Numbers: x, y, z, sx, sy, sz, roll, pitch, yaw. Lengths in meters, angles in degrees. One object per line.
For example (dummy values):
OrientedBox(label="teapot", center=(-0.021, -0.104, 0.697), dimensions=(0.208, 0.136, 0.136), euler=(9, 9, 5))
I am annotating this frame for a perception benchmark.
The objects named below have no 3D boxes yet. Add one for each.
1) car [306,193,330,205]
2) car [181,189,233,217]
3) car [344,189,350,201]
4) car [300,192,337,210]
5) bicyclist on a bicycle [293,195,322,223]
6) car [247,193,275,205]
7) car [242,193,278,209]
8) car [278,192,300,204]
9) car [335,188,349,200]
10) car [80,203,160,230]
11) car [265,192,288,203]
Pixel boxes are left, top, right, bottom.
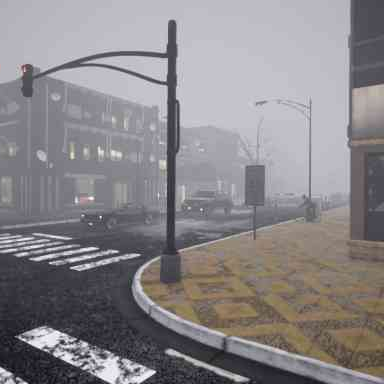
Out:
OrientedBox(label="car", center=(16.410, 0.848, 43.254), dimensions=(1.895, 1.301, 4.718), euler=(1, 1, 35))
OrientedBox(label="car", center=(1.370, 0.798, 27.139), dimensions=(2.150, 2.045, 5.566), euler=(1, 1, 35))
OrientedBox(label="car", center=(25.412, 0.619, 51.686), dimensions=(1.887, 1.381, 4.507), euler=(2, 2, 35))
OrientedBox(label="car", center=(12.650, 0.993, 33.068), dimensions=(2.008, 1.369, 4.403), euler=(2, 2, 35))
OrientedBox(label="bicyclist on a bicycle", center=(6.775, 1.003, 19.598), dimensions=(1.656, 1.620, 0.582), euler=(0, 1, 35))
OrientedBox(label="car", center=(8.863, 0.821, 42.620), dimensions=(1.887, 1.381, 4.507), euler=(2, 2, 35))
OrientedBox(label="car", center=(7.081, 1.014, 35.388), dimensions=(1.895, 1.301, 4.718), euler=(1, 1, 35))
OrientedBox(label="car", center=(12.978, 0.771, 43.835), dimensions=(1.812, 1.442, 4.674), euler=(1, 1, 34))
OrientedBox(label="car", center=(24.213, 0.572, 54.552), dimensions=(2.033, 1.411, 5.357), euler=(1, 1, 36))
OrientedBox(label="car", center=(-4.072, 1.334, 19.299), dimensions=(1.895, 1.301, 4.718), euler=(1, 1, 35))
OrientedBox(label="car", center=(12.102, 0.767, 47.242), dimensions=(1.802, 1.307, 4.206), euler=(2, 2, 35))
